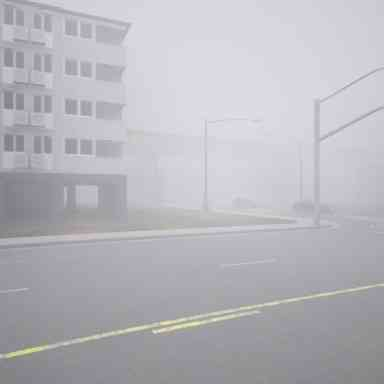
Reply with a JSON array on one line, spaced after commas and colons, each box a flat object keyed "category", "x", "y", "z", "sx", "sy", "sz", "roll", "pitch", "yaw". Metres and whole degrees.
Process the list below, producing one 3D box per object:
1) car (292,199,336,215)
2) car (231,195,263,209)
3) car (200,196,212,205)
[{"category": "car", "x": 12.407, "y": 1.492, "z": 34.015, "sx": 2.128, "sy": 1.511, "sz": 4.902, "roll": 0, "pitch": 0, "yaw": -25}, {"category": "car", "x": 7.076, "y": 1.505, "z": 45.403, "sx": 1.837, "sy": 1.490, "sz": 4.892, "roll": 0, "pitch": 0, "yaw": -24}, {"category": "car", "x": 2.519, "y": 1.505, "z": 59.944, "sx": 1.837, "sy": 1.490, "sz": 4.892, "roll": 0, "pitch": 0, "yaw": 0}]
